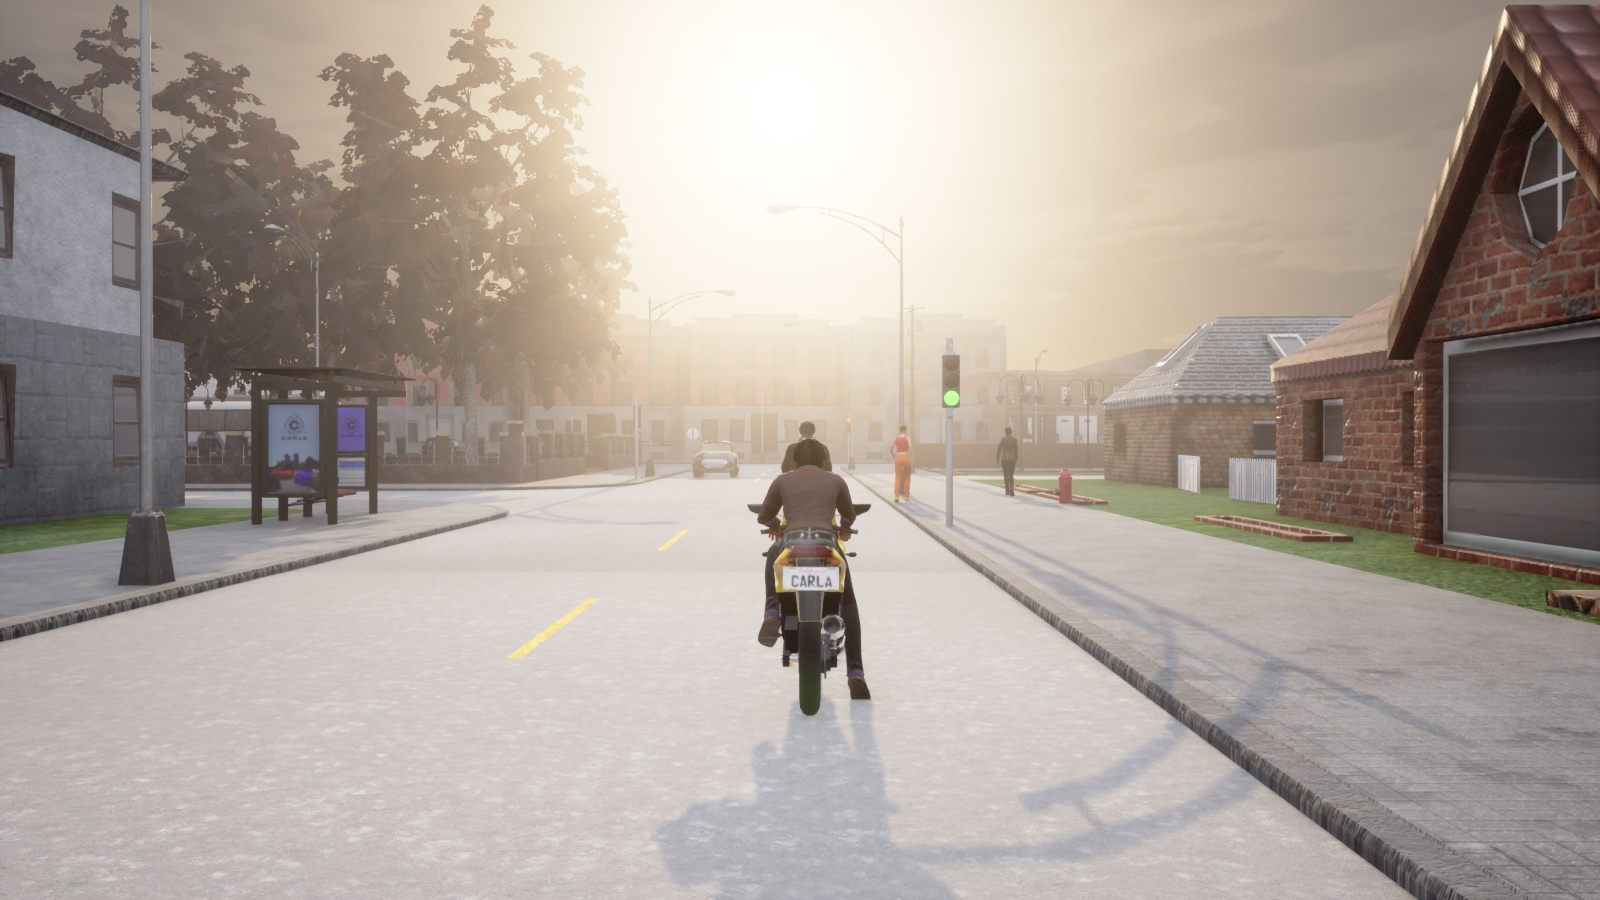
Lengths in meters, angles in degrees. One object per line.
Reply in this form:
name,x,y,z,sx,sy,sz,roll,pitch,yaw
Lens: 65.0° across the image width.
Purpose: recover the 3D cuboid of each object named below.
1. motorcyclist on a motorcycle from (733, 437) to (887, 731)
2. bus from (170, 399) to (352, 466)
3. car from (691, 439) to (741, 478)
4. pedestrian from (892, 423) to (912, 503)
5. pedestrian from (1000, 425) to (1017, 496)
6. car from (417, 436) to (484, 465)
motorcyclist on a motorcycle,0.056,0.686,7.523,0.797,1.523,2.044,0,0,0
bus,-35.270,-1.124,82.490,10.273,4.253,3.944,0,0,1
car,-3.748,0.354,56.532,2.033,1.649,4.856,0,0,-1
pedestrian,2.384,0.290,29.222,0.345,1.836,0.594,0,0,17
pedestrian,5.414,0.265,32.678,0.328,1.805,0.869,0,0,2
car,-22.915,0.058,82.453,3.866,1.878,1.905,0,0,1
